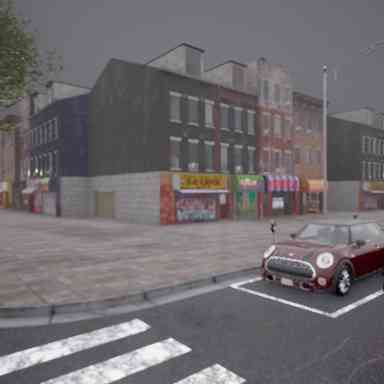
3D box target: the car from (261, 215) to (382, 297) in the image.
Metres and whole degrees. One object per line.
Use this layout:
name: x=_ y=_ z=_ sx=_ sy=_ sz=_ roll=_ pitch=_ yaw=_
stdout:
car: x=3.603 y=1.446 z=8.582 sx=4.097 sy=1.590 sz=1.967 roll=0 pitch=0 yaw=-40

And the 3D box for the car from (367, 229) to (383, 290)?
car: x=5.660 y=1.511 z=6.859 sx=4.892 sy=1.490 sz=1.837 roll=0 pitch=0 yaw=-40
